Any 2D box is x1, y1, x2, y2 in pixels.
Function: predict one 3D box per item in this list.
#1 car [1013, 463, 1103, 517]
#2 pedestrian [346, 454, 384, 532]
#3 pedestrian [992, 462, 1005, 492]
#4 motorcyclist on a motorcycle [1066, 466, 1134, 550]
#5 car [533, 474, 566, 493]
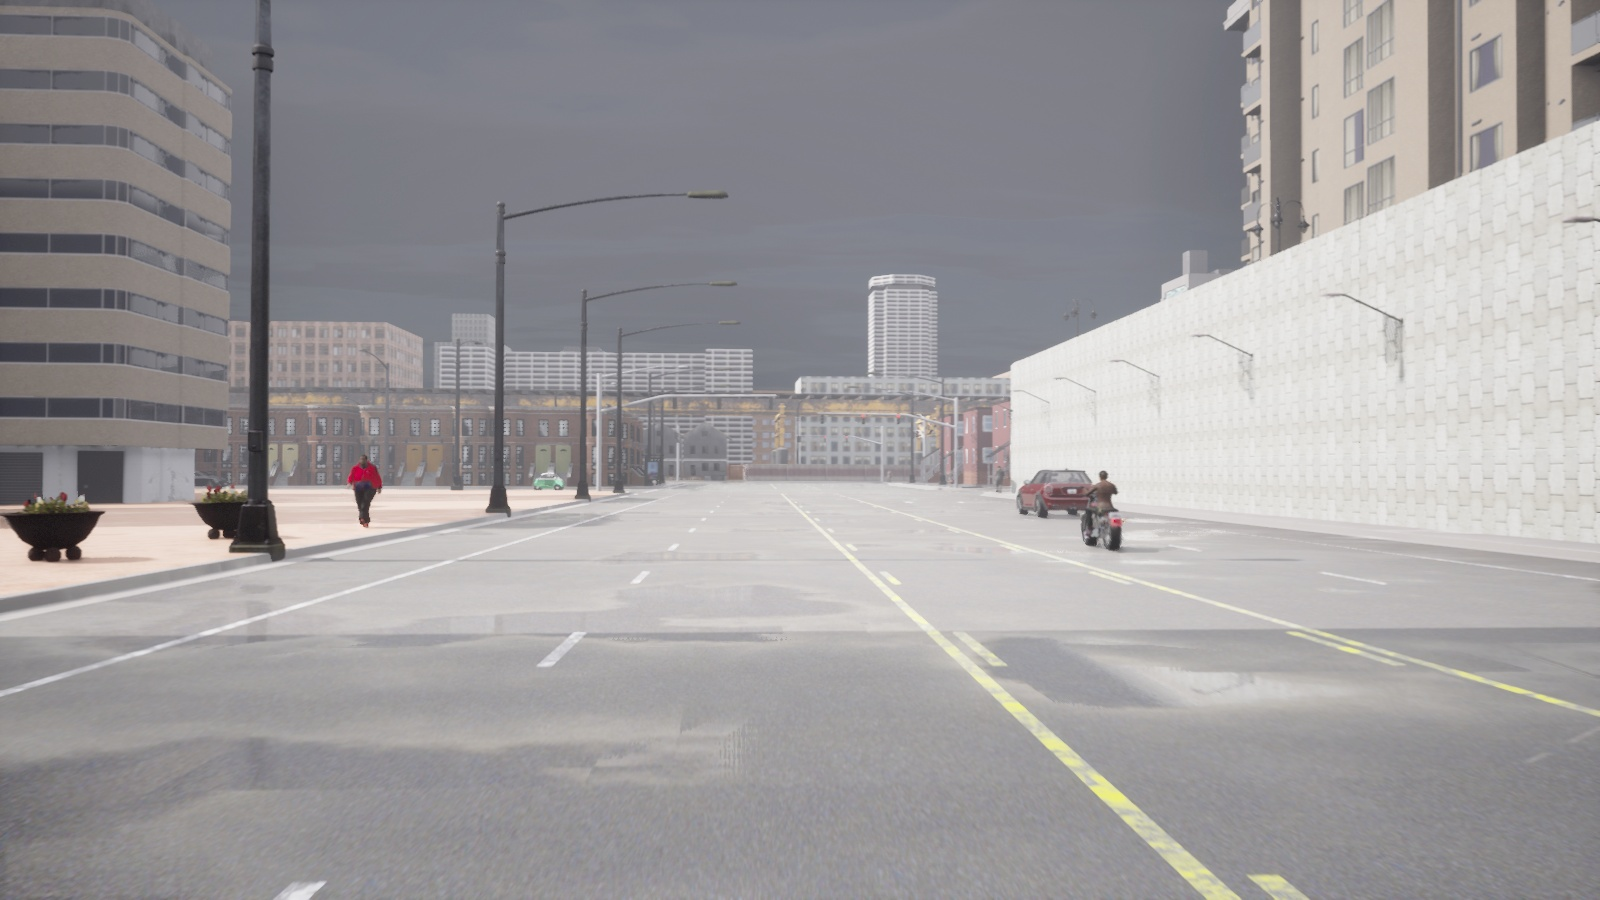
[{"bbox_3d":[9.034,1.378,44.377,2.097,1.767,4.553,0,-1,-2],"label":"car"},{"bbox_3d":[-10.341,1.012,29.850,0.634,1.844,0.899,0,-1,-4],"label":"pedestrian"},{"bbox_3d":[13.014,1.795,82.421,0.659,1.952,0.873,0,-1,-2],"label":"pedestrian"},{"bbox_3d":[6.178,1.174,25.983,0.766,1.649,2.350,0,-1,-2],"label":"motorcyclist on a motorcycle"},{"bbox_3d":[-18.722,2.518,93.819,2.207,1.376,1.481,-1,-1,-2],"label":"car"}]
